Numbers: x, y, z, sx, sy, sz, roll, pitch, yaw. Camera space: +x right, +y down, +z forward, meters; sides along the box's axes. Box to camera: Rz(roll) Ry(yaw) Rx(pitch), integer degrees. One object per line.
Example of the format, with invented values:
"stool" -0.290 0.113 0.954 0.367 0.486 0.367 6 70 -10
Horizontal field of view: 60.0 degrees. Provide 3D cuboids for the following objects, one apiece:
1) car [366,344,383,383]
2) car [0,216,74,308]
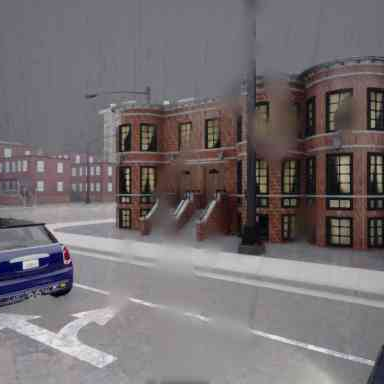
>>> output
"car" 3.662 1.547 1.376 5.357 1.411 2.033 0 0 36
"car" -4.716 1.352 7.355 4.553 1.767 2.097 0 0 35
